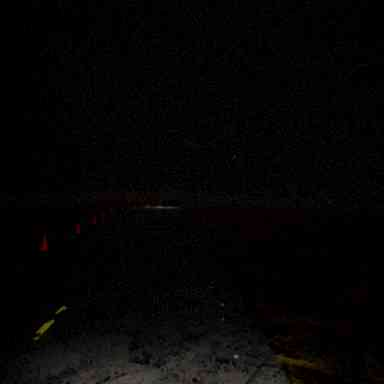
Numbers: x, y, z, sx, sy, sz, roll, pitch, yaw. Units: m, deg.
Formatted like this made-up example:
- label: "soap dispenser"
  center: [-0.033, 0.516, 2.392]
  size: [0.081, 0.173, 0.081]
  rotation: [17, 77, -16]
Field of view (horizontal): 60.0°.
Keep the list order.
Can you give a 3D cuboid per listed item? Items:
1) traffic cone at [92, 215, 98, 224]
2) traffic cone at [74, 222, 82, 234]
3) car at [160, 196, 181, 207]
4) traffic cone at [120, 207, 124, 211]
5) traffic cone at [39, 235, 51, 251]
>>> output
- label: "traffic cone"
  center: [-6.500, 1.832, 22.205]
  size: [0.340, 0.580, 0.340]
  rotation: [0, 0, -7]
- label: "traffic cone"
  center: [-5.929, 1.856, 17.312]
  size: [0.340, 0.580, 0.340]
  rotation: [0, 0, -6]
- label: "car"
  center: [-3.278, 1.400, 50.561]
  size: [1.882, 1.535, 5.008]
  rotation: [0, 0, 18]
- label: "traffic cone"
  center: [-7.905, 1.808, 37.555]
  size: [0.340, 0.580, 0.340]
  rotation: [0, 0, 2]
- label: "traffic cone"
  center: [-5.492, 1.882, 12.405]
  size: [0.340, 0.580, 0.340]
  rotation: [0, 0, -4]
